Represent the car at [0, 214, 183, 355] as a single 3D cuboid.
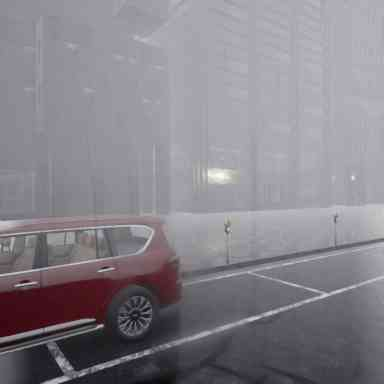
[{"bbox_3d":[-2.478,1.315,4.885,5.009,1.841,2.192,0,0,-36],"label":"car"}]
